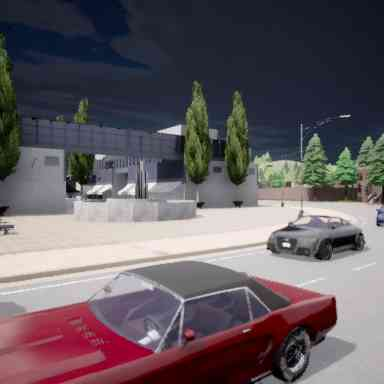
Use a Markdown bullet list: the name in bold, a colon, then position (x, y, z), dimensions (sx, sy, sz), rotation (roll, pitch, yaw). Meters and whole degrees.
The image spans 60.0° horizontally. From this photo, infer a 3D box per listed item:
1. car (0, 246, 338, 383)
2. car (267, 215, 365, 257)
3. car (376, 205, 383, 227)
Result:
- **car**: position (-0.394, 1.601, 3.814), dimensions (4.718, 1.301, 1.895), rotation (0, 0, -38)
- **car**: position (4.636, 1.564, 12.281), dimensions (4.181, 1.385, 1.994), rotation (0, 0, -40)
- **car**: position (13.561, 1.525, 22.436), dimensions (1.812, 1.442, 4.674), rotation (0, 0, 31)
